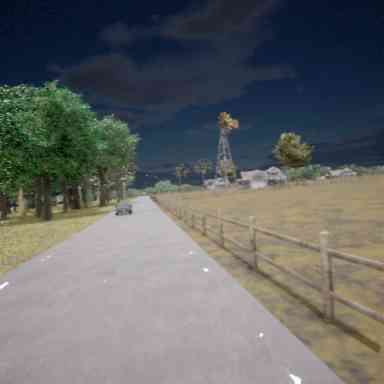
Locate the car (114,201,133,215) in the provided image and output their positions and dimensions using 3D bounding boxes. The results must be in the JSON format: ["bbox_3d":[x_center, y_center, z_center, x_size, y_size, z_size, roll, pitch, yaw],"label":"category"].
[{"bbox_3d":[-8.143,1.918,40.035,1.837,1.490,4.892,-3,0,-8],"label":"car"}]
